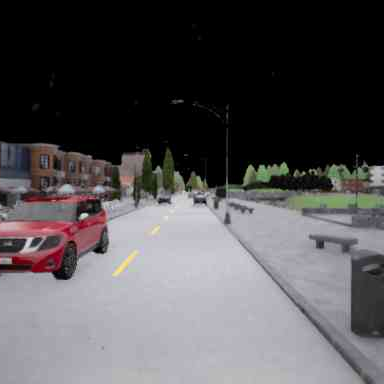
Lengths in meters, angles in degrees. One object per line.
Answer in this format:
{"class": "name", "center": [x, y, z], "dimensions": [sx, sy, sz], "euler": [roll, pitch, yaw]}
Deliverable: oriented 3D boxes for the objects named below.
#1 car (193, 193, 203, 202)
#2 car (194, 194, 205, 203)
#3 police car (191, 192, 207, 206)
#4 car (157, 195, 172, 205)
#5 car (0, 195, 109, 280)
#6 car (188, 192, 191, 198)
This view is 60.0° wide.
{"class": "car", "center": [1.190, 1.027, 63.962], "dimensions": [1.837, 1.490, 4.892], "euler": [0, 0, 0]}
{"class": "car", "center": [1.191, 1.092, 57.963], "dimensions": [1.812, 1.442, 4.674], "euler": [0, 0, 0]}
{"class": "police car", "center": [1.175, 1.065, 48.075], "dimensions": [1.930, 1.638, 5.238], "euler": [0, 0, 0]}
{"class": "car", "center": [-4.089, 1.169, 50.495], "dimensions": [2.033, 1.411, 5.357], "euler": [0, 0, 0]}
{"class": "car", "center": [-4.102, 1.145, 10.069], "dimensions": [2.150, 2.045, 5.566], "euler": [0, 0, 0]}
{"class": "car", "center": [-0.012, 0.822, 81.471], "dimensions": [1.994, 1.385, 4.181], "euler": [0, 0, 0]}
